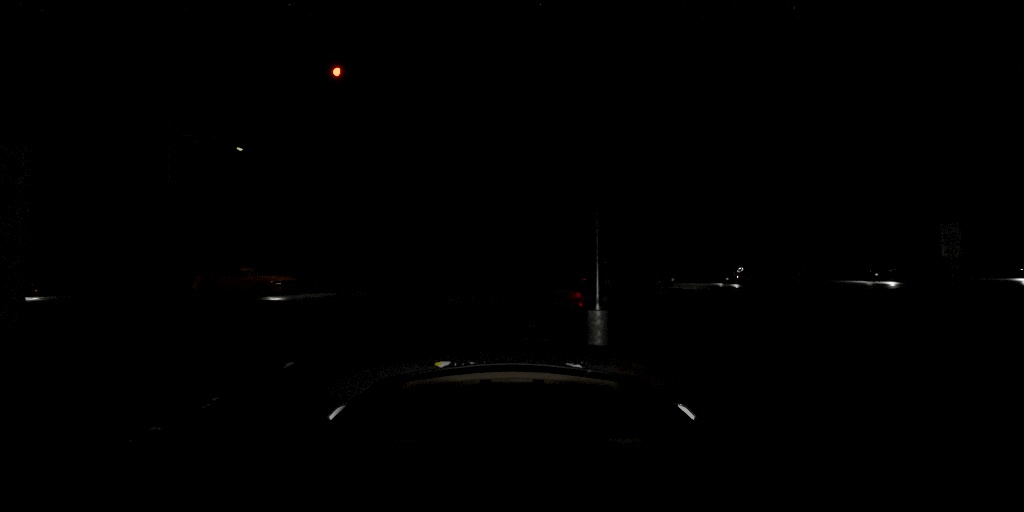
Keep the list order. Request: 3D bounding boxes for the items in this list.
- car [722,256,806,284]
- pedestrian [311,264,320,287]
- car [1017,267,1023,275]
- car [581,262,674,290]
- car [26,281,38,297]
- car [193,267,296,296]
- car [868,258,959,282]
[{"bbox_3d":[16.283,0.875,23.422,4.553,1.767,2.097,-1,-2,0],"label":"car"},{"bbox_3d":[-15.058,1.466,27.396,0.375,1.860,0.375,0,-1,0],"label":"pedestrian"},{"bbox_3d":[36.726,0.752,23.360,5.357,1.411,2.033,-1,-2,0],"label":"car"},{"bbox_3d":[6.296,1.058,19.743,4.892,1.490,1.837,-1,-2,0],"label":"car"},{"bbox_3d":[-29.233,1.664,19.826,4.181,1.385,1.994,-1,-2,0],"label":"car"},{"bbox_3d":[-14.422,1.373,19.501,5.008,1.535,1.882,-1,-2,4],"label":"car"},{"bbox_3d":[26.132,0.891,23.395,4.674,1.442,1.812,-1,-2,1],"label":"car"}]
